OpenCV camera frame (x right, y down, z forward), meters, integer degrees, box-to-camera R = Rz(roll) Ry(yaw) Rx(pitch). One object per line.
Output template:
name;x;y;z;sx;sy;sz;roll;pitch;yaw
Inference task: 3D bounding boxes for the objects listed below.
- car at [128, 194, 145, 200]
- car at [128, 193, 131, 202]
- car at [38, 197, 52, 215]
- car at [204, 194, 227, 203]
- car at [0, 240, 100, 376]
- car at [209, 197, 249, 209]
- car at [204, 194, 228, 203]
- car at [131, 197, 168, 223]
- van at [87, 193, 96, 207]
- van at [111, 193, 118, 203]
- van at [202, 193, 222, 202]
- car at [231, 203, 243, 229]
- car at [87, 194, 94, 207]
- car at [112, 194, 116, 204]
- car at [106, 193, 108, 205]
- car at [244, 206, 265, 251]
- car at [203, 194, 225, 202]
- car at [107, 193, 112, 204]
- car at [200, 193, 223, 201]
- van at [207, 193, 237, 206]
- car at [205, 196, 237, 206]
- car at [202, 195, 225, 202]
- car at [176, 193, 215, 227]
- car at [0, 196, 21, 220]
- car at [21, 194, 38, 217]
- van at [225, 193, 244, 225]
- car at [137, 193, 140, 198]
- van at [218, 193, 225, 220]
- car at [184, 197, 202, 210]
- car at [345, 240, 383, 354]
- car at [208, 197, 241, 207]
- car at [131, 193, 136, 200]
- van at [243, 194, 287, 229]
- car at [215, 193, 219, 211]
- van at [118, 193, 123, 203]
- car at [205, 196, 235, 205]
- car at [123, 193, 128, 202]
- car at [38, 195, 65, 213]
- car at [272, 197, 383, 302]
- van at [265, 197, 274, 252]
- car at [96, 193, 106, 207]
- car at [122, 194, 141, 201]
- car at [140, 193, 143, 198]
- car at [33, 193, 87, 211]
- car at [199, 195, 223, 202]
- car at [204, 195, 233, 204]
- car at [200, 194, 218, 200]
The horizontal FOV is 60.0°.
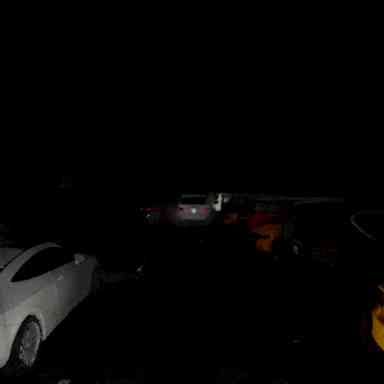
car;-15.583;1.376;93.792;4.553;1.767;2.185;0;0;0
car;-15.559;1.438;68.708;4.674;1.452;2.002;0;0;0
car;-15.575;1.391;29.868;4.674;1.452;2.002;0;0;0
car;4.646;1.271;67.056;4.553;1.767;2.185;0;0;0
car;-2.902;1.505;5.399;1.812;1.442;4.674;0;0;0
car;4.618;1.361;42.243;4.892;1.521;2.231;0;0;0
car;4.585;1.262;64.298;4.553;1.767;2.185;0;0;0
car;-2.909;1.399;24.861;2.128;1.511;4.902;0;0;0
van;-15.455;1.117;43.763;4.442;1.987;1.878;0;0;0
van;-15.683;1.136;57.658;4.442;1.987;1.878;0;0;0
van;4.495;1.201;75.328;4.442;1.987;1.878;0;0;0
car;4.631;1.452;17.427;4.674;1.452;2.002;0;0;0
car;-15.388;1.339;40.983;5.366;1.575;1.946;0;0;0
car;-15.565;1.395;54.753;4.674;1.452;2.002;0;0;0
car;-15.563;1.348;49.320;4.892;1.521;2.231;0;0;0
car;4.641;1.433;11.913;5.008;1.535;2.097;0;0;0
car;4.645;1.280;69.813;4.553;1.767;2.185;0;0;0
car;-15.539;1.380;52.099;4.792;1.488;2.163;0;0;0
car;4.638;1.200;80.843;5.566;2.045;2.435;0;0;0
van;4.503;1.137;50.390;4.442;1.987;1.878;0;0;0
car;4.614;1.366;53.271;4.892;1.521;2.231;0;0;0
car;4.618;1.416;72.570;5.008;1.535;2.097;0;0;0
car;0.102;1.139;22.127;2.150;2.045;5.566;0;0;0
car;-15.549;1.237;24.308;4.553;1.767;2.185;0;0;0
car;-15.548;1.232;27.088;4.553;1.767;2.185;0;0;0
van;4.748;1.167;22.943;4.442;1.987;1.878;0;0;0
car;-15.587;1.185;77.113;5.566;2.045;2.435;0;0;0
van;4.746;1.153;28.456;4.442;1.987;1.878;0;0;0
car;0.085;1.371;41.425;2.128;1.511;4.902;0;0;0
car;4.633;1.467;3.514;5.008;1.535;2.097;0;0;0
car;4.619;1.400;47.757;4.674;1.452;2.002;0;0;0
car;-15.532;1.158;71.428;5.566;2.045;2.435;0;0;0
van;4.751;1.196;14.670;4.442;1.987;1.878;0;0;0
car;4.656;1.121;31.214;5.566;2.045;2.435;0;0;0
van;-15.448;1.143;60.435;4.442;1.987;1.878;0;0;0
car;4.613;1.371;56.027;4.892;1.521;2.231;0;0;0
car;-15.592;1.127;63.216;5.566;2.045;2.435;0;0;0
car;-15.570;1.348;32.647;4.892;1.521;2.231;0;0;0
car;4.666;1.205;6.396;5.566;2.045;2.435;0;0;0
van;4.520;1.219;9.154;4.442;1.987;1.878;0;0;0
car;-15.543;1.092;46.540;5.566;2.045;2.435;0;0;0
car;-15.586;1.351;85.448;4.553;1.767;2.185;0;0;0
car;-15.551;1.462;82.544;5.008;1.535;2.097;0;0;0
car;-15.546;1.091;38.205;5.566;2.045;2.435;0;0;0
car;4.425;1.436;78.084;5.366;1.575;1.946;0;0;0
car;4.612;1.375;58.784;4.892;1.521;2.231;0;0;0
car;4.575;1.357;89.118;4.553;1.767;2.185;0;0;0
